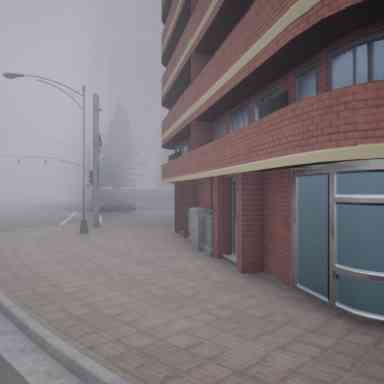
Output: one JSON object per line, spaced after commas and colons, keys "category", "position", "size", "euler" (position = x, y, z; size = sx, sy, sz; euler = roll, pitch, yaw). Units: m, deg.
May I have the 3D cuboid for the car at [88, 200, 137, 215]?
{"category": "car", "position": [-7.847, 1.501, 33.072], "size": [4.674, 1.442, 1.812], "euler": [0, 0, -14]}
